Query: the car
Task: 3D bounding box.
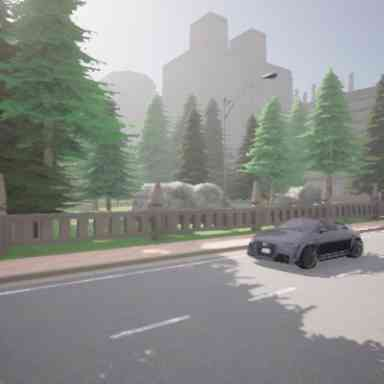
[{"bbox_3d":[3.809,1.545,11.014,4.181,1.385,1.994,0,0,-36],"label":"car"}]
